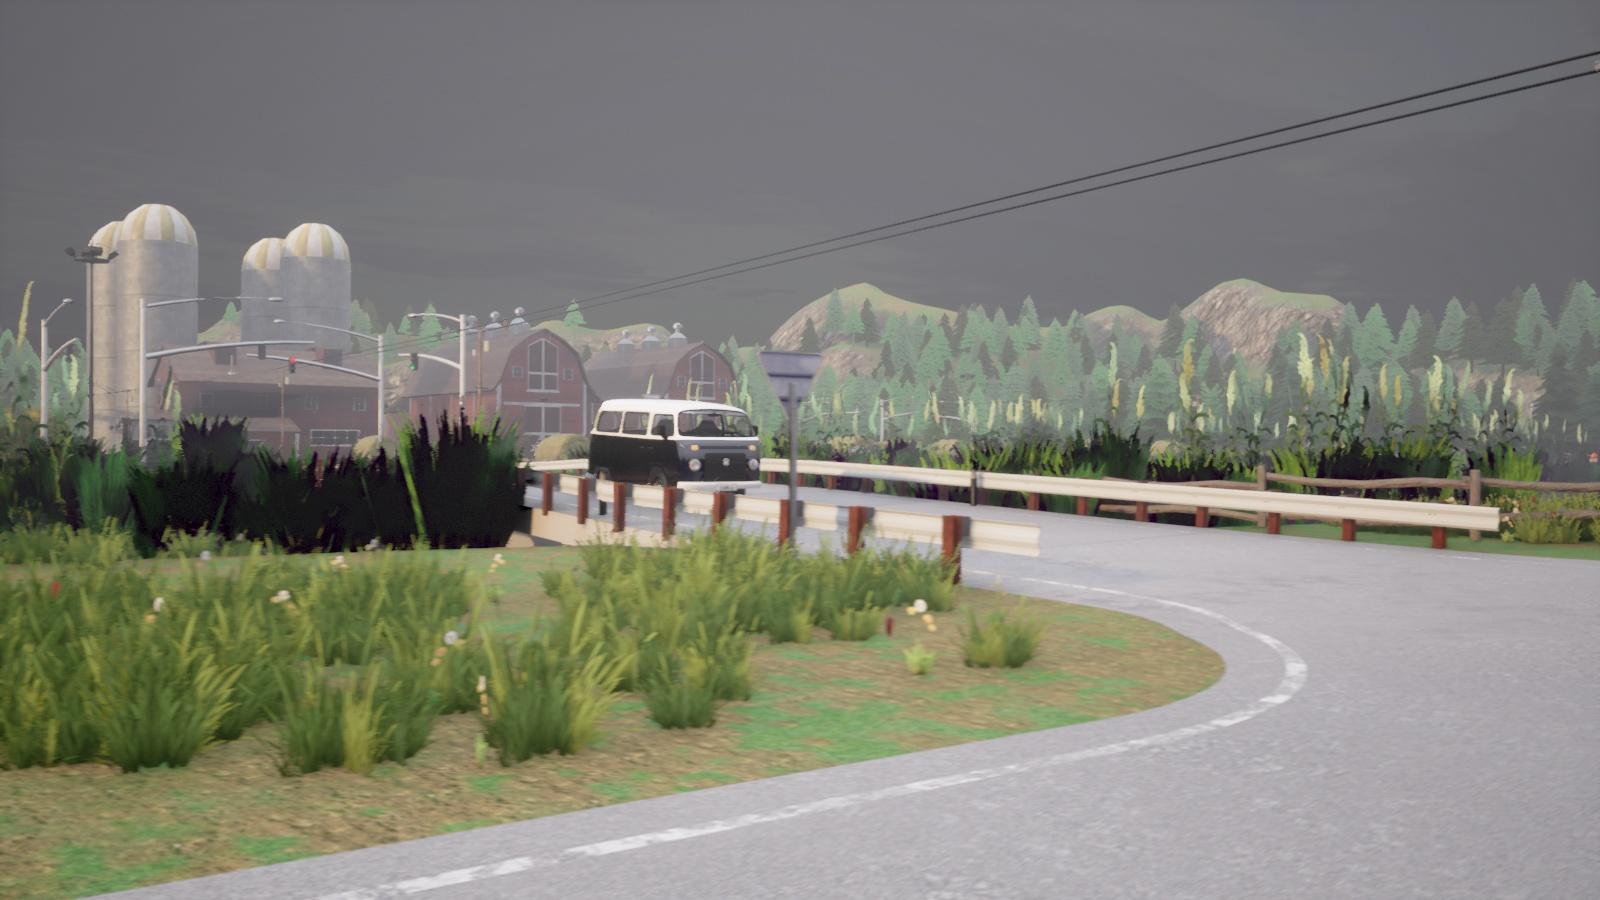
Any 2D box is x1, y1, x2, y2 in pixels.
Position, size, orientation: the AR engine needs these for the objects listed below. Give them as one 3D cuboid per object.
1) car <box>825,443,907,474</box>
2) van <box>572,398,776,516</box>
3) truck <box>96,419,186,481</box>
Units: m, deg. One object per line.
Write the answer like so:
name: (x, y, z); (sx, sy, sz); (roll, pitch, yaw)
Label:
car: (4.529, 0.583, 85.912); (5.566, 2.045, 2.150); (0, 0, -38)
van: (-2.543, 0.046, 24.257); (2.069, 2.038, 4.480); (0, 2, -33)
truck: (-38.669, 0.013, 73.545); (2.891, 3.462, 7.936); (0, 0, -41)
